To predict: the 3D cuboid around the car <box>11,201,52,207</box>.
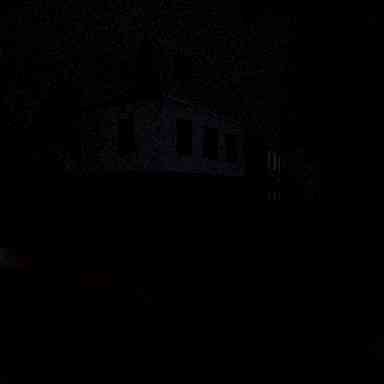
[{"bbox_3d":[-14.643,1.528,29.135,2.033,1.411,5.357,0,0,29],"label":"car"}]
